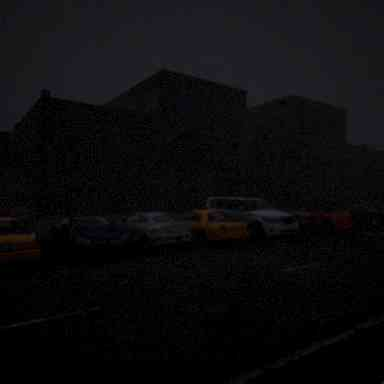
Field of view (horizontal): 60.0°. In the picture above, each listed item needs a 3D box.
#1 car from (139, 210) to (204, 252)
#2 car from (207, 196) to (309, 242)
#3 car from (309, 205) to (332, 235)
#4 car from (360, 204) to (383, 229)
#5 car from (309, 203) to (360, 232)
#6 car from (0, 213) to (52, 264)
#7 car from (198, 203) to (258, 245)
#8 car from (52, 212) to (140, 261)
[{"bbox_3d":[-1.794,1.519,13.981,2.002,1.452,4.674,0,0,-35],"label":"car"},{"bbox_3d":[2.769,1.267,17.150,2.435,2.045,5.566,1,0,-35],"label":"car"},{"bbox_3d":[5.022,1.590,18.763,2.002,1.452,4.674,1,-1,-35],"label":"car"},{"bbox_3d":[11.942,1.677,23.627,2.231,1.521,4.892,1,-1,-35],"label":"car"},{"bbox_3d":[7.315,1.462,20.335,2.185,1.767,4.553,1,-1,-35],"label":"car"},{"bbox_3d":[-6.346,1.465,11.017,1.946,1.575,5.366,0,0,-35],"label":"car"},{"bbox_3d":[0.369,1.493,15.728,1.946,1.575,5.366,1,0,-35],"label":"car"},{"bbox_3d":[-3.973,1.510,12.459,2.002,1.452,4.674,0,0,-35],"label":"car"}]
